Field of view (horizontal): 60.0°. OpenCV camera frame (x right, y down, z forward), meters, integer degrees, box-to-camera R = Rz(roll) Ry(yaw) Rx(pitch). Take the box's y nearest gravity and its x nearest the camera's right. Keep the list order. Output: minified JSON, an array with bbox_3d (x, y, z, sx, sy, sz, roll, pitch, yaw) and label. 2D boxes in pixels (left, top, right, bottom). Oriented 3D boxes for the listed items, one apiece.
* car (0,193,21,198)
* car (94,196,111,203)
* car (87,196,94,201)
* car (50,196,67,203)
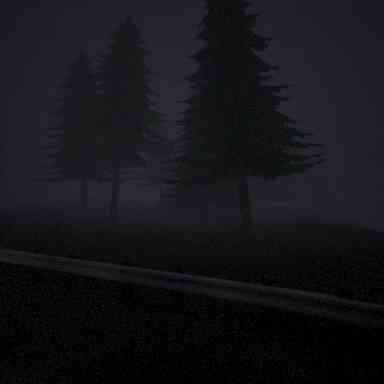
[{"bbox_3d":[-38.980,1.225,71.219,2.150,2.045,5.566,0,0,5],"label":"car"},{"bbox_3d":[-17.893,1.601,68.518,1.895,1.301,4.718,0,0,5],"label":"car"},{"bbox_3d":[-21.381,1.512,71.366,2.128,1.511,4.902,0,0,2],"label":"car"},{"bbox_3d":[-28.474,1.595,71.053,1.895,1.301,4.718,0,0,2],"label":"car"}]
